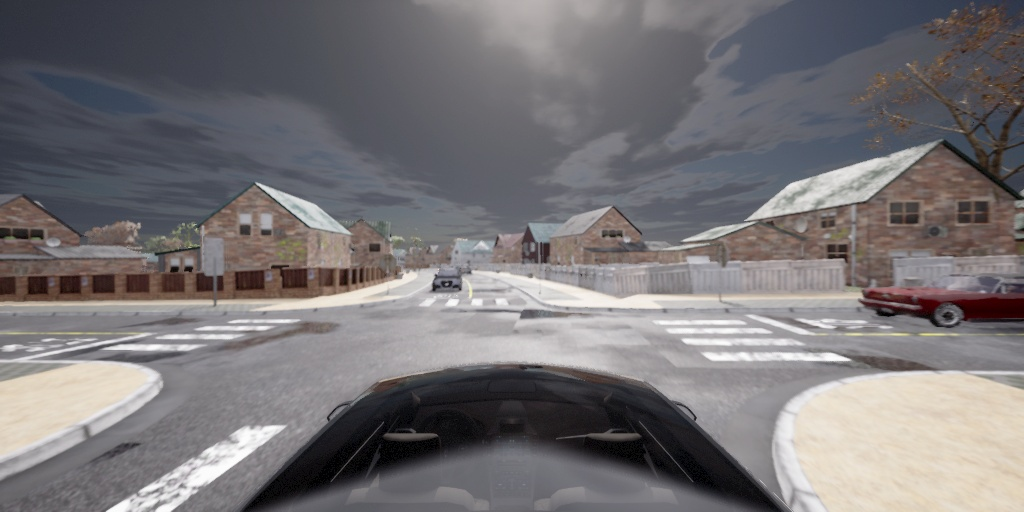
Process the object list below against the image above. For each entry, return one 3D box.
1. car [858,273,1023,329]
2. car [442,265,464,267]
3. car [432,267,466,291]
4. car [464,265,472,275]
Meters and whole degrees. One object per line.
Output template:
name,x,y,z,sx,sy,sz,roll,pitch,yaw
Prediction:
car,12.526,1.134,9.660,4.718,1.301,1.895,-1,0,7
car,-5.927,1.815,34.958,1.812,1.442,4.674,0,-1,-10
car,-4.471,1.676,25.191,1.994,1.385,4.181,0,-1,-7
car,-7.310,2.140,54.621,2.128,1.511,4.902,0,-1,-16
